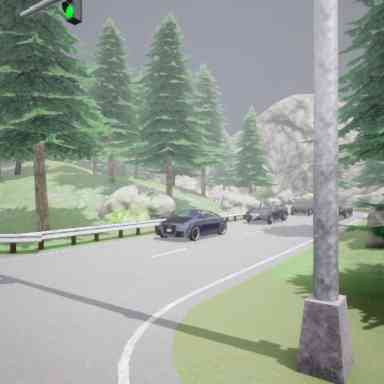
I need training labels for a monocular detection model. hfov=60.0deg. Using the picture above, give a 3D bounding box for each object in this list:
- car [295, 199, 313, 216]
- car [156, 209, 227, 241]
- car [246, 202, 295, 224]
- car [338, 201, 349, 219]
[{"bbox_3d":[11.321,1.520,33.670,1.837,1.490,4.892,0,0,28],"label":"car"},{"bbox_3d":[0.078,1.579,16.935,1.994,1.385,4.181,0,0,35],"label":"car"},{"bbox_3d":[5.730,1.507,25.118,2.128,1.511,4.902,0,0,35],"label":"car"},{"bbox_3d":[12.875,1.588,29.179,1.837,1.490,4.892,0,-1,34],"label":"car"}]
